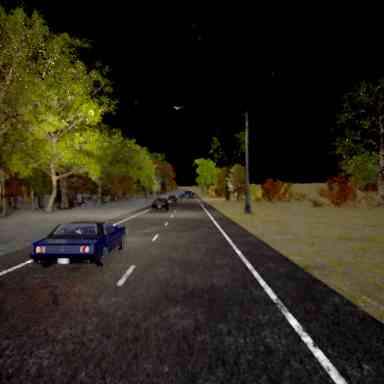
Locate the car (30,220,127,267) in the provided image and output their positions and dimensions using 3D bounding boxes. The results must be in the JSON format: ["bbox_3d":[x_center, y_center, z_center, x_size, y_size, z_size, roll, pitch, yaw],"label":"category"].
[{"bbox_3d":[-3.528,1.605,11.345,1.895,1.301,4.718,0,0,0],"label":"car"}]

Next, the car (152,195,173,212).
[{"bbox_3d":[-3.617,1.447,39.220,1.882,1.535,5.008,0,0,0],"label":"car"}]

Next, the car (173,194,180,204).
[{"bbox_3d":[-3.694,1.427,63.558,1.837,1.490,4.892,0,0,0],"label":"car"}]
